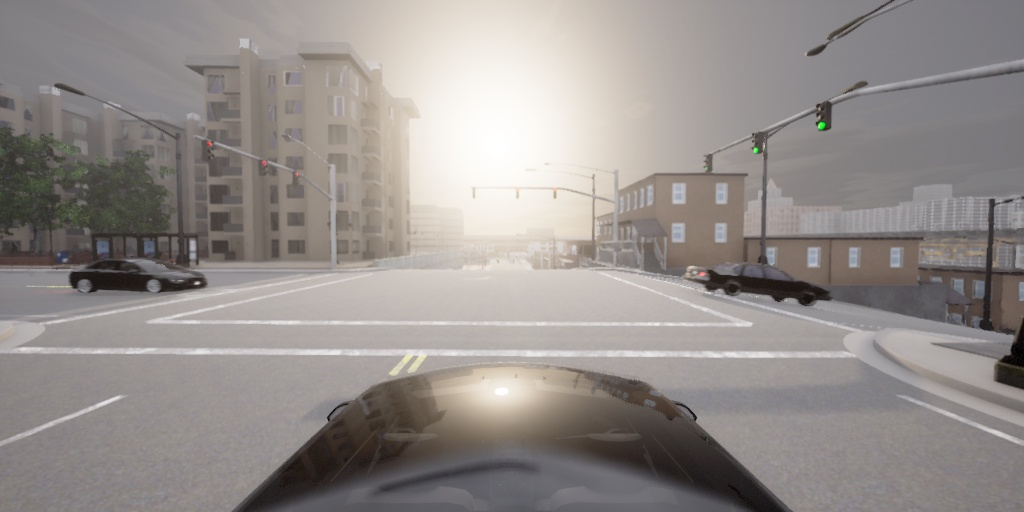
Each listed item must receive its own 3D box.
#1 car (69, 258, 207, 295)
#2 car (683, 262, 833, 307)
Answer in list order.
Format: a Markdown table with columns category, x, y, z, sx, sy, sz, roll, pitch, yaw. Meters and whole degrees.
| category | x | y | z | sx | sy | sz | roll | pitch | yaw |
| --- | --- | --- | --- | --- | --- | --- | --- | --- | --- |
| car | -15.992 | 0.868 | 15.466 | 4.892 | 1.490 | 1.837 | 1 | 2 | 1 |
| car | 10.177 | 1.037 | 15.088 | 5.357 | 1.411 | 2.033 | 7 | 2 | 1 |
